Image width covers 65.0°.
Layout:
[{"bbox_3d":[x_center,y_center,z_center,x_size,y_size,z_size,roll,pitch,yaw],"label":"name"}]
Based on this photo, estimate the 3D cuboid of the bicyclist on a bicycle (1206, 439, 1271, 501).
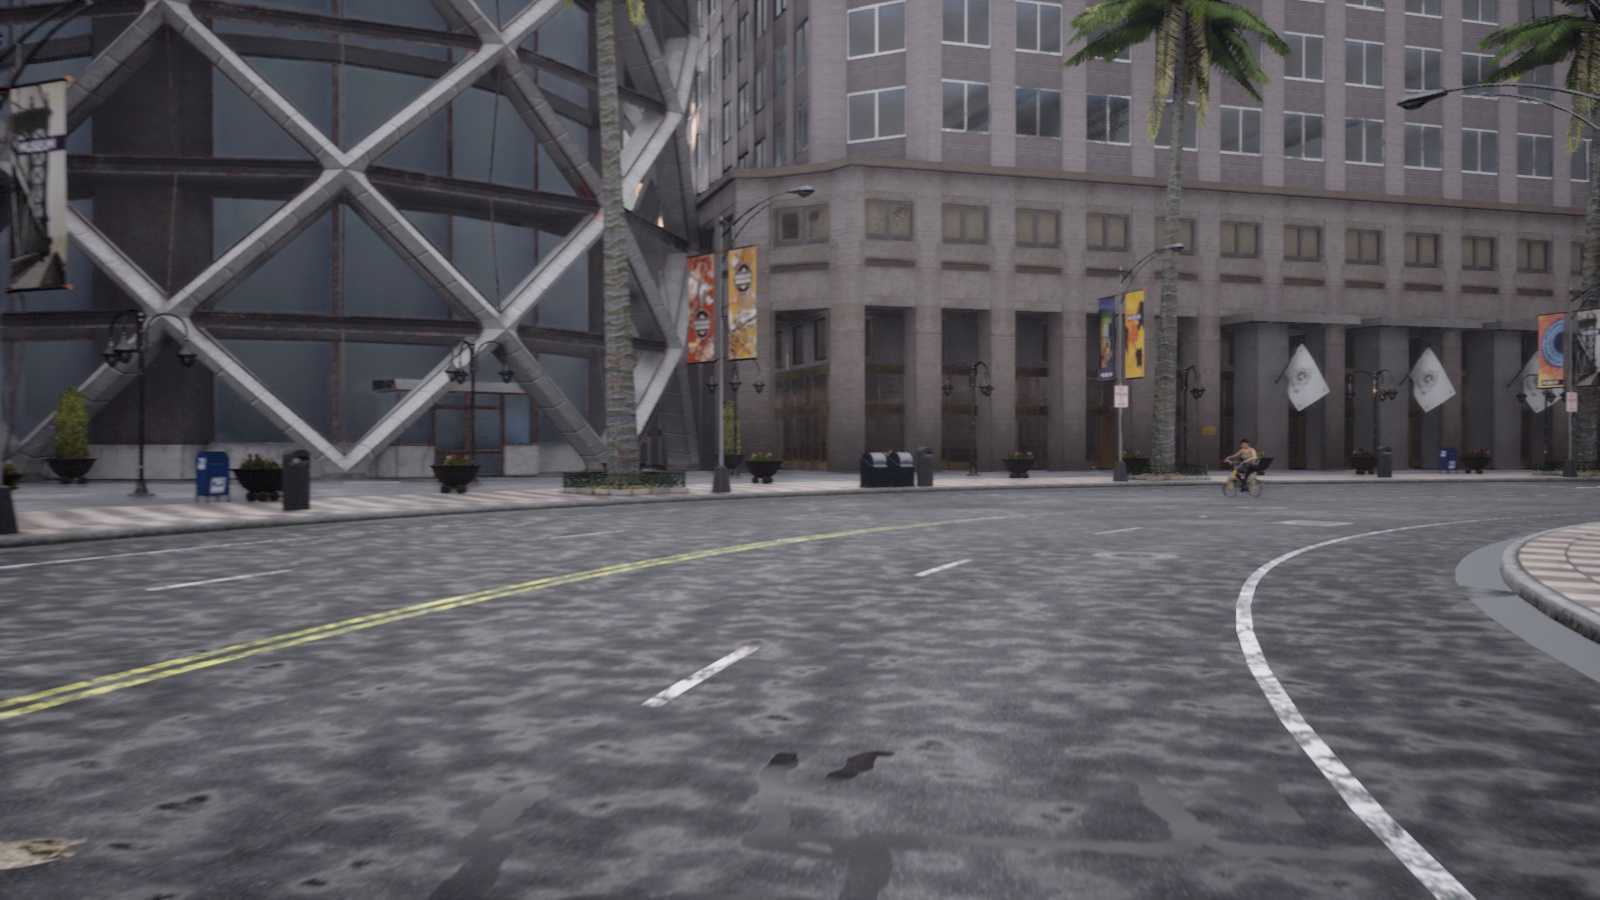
[{"bbox_3d":[11.773,0.514,33.715,1.509,1.612,0.866,0,1,-30],"label":"bicyclist on a bicycle"}]
